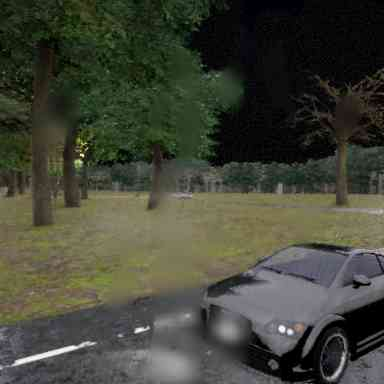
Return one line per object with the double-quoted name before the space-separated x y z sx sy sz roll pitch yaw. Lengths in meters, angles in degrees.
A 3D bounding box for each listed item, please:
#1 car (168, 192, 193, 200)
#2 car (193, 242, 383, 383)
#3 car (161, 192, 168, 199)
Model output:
"car" -1.875 0.724 61.859 1.895 1.301 4.718 2 -1 -34
"car" 2.073 1.560 5.347 4.181 1.385 1.994 0 0 -36
"car" -6.627 0.631 68.402 1.895 1.301 4.718 2 -1 -36
